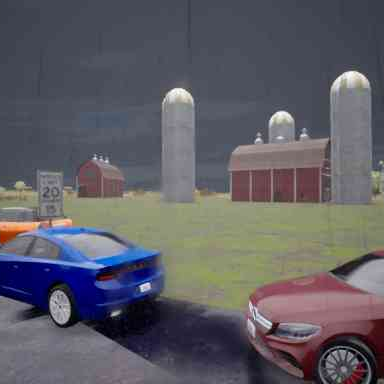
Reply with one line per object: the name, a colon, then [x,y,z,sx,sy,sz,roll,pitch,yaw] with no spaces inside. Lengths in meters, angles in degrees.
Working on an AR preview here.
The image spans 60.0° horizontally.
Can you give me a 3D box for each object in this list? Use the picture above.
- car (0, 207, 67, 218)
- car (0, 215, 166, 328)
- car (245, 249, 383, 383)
car: [-6.854,1.365,13.081,4.553,1.767,2.097,0,0,22]
car: [-2.877,1.480,7.045,5.008,1.535,1.882,0,0,33]
car: [3.090,1.557,4.616,4.674,1.442,1.812,1,0,-7]
